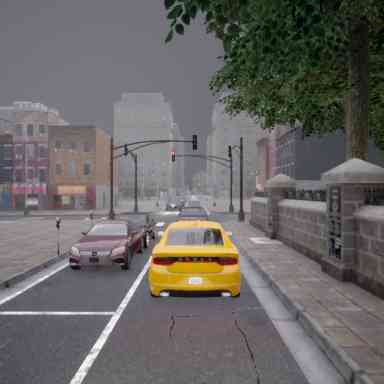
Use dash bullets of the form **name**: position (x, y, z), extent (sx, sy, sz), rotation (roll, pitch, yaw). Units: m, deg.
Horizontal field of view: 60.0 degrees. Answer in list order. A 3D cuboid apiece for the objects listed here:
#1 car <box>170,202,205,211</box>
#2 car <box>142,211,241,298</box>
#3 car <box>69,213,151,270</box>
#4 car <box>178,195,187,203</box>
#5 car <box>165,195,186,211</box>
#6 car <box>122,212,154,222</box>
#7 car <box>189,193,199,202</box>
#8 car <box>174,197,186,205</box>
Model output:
- **car**: position (0.034, 1.546, 19.088), extent (2.033, 1.411, 5.357), rotation (0, 0, 0)
- **car**: position (0.080, 1.477, 8.598), extent (1.882, 1.535, 5.008), rotation (0, 0, 0)
- **car**: position (-2.620, 1.581, 11.005), extent (1.802, 1.307, 4.206), rotation (0, 0, 0)
- **car**: position (-2.102, 1.481, 71.863), extent (1.837, 1.490, 4.892), rotation (0, 0, 0)
- **car**: position (-2.222, 1.482, 41.666), extent (2.128, 1.511, 4.902), rotation (0, 0, 0)
- **car**: position (-2.614, 1.565, 14.668), extent (1.947, 1.339, 4.313), rotation (0, 0, 0)
- **car**: position (0.395, 1.508, 66.876), extent (1.812, 1.442, 4.674), rotation (0, 0, 0)
- **car**: position (-2.175, 1.586, 61.662), extent (1.895, 1.301, 4.718), rotation (0, 0, 0)
